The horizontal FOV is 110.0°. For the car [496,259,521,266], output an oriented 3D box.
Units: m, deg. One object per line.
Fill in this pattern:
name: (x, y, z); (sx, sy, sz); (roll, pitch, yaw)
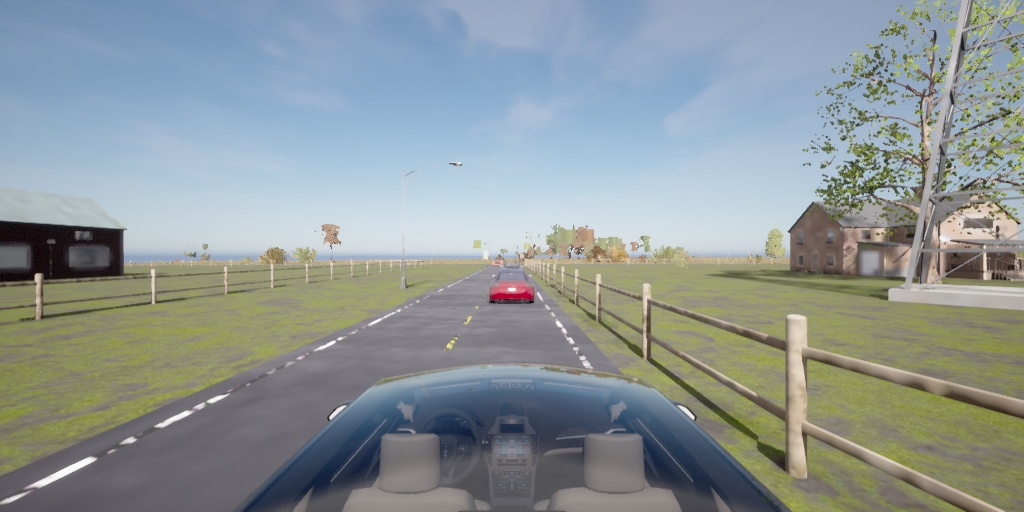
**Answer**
car: (0.000, 1.240, 31.500); (2.128, 1.511, 4.902); (0, 0, 0)

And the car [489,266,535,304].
car: (0.000, 1.320, 16.500); (1.994, 1.385, 4.181); (0, 0, 0)
